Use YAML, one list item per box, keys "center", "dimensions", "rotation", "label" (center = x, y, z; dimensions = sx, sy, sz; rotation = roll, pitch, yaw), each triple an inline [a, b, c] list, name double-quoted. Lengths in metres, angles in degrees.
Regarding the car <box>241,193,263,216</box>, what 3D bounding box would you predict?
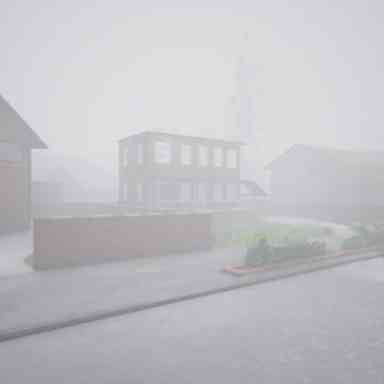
- center: [3.825, 1.050, 26.288]
  dimensions: [3.866, 1.878, 1.905]
  rotation: [0, 0, -35]
  label: "car"
